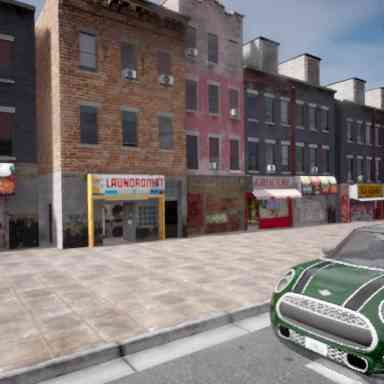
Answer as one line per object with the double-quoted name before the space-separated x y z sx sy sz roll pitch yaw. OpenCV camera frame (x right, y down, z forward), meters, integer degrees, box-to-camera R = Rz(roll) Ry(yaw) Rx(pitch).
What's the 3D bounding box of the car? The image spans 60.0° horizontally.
"car" 3.398 1.352 5.510 4.553 1.767 2.097 0 0 -35
